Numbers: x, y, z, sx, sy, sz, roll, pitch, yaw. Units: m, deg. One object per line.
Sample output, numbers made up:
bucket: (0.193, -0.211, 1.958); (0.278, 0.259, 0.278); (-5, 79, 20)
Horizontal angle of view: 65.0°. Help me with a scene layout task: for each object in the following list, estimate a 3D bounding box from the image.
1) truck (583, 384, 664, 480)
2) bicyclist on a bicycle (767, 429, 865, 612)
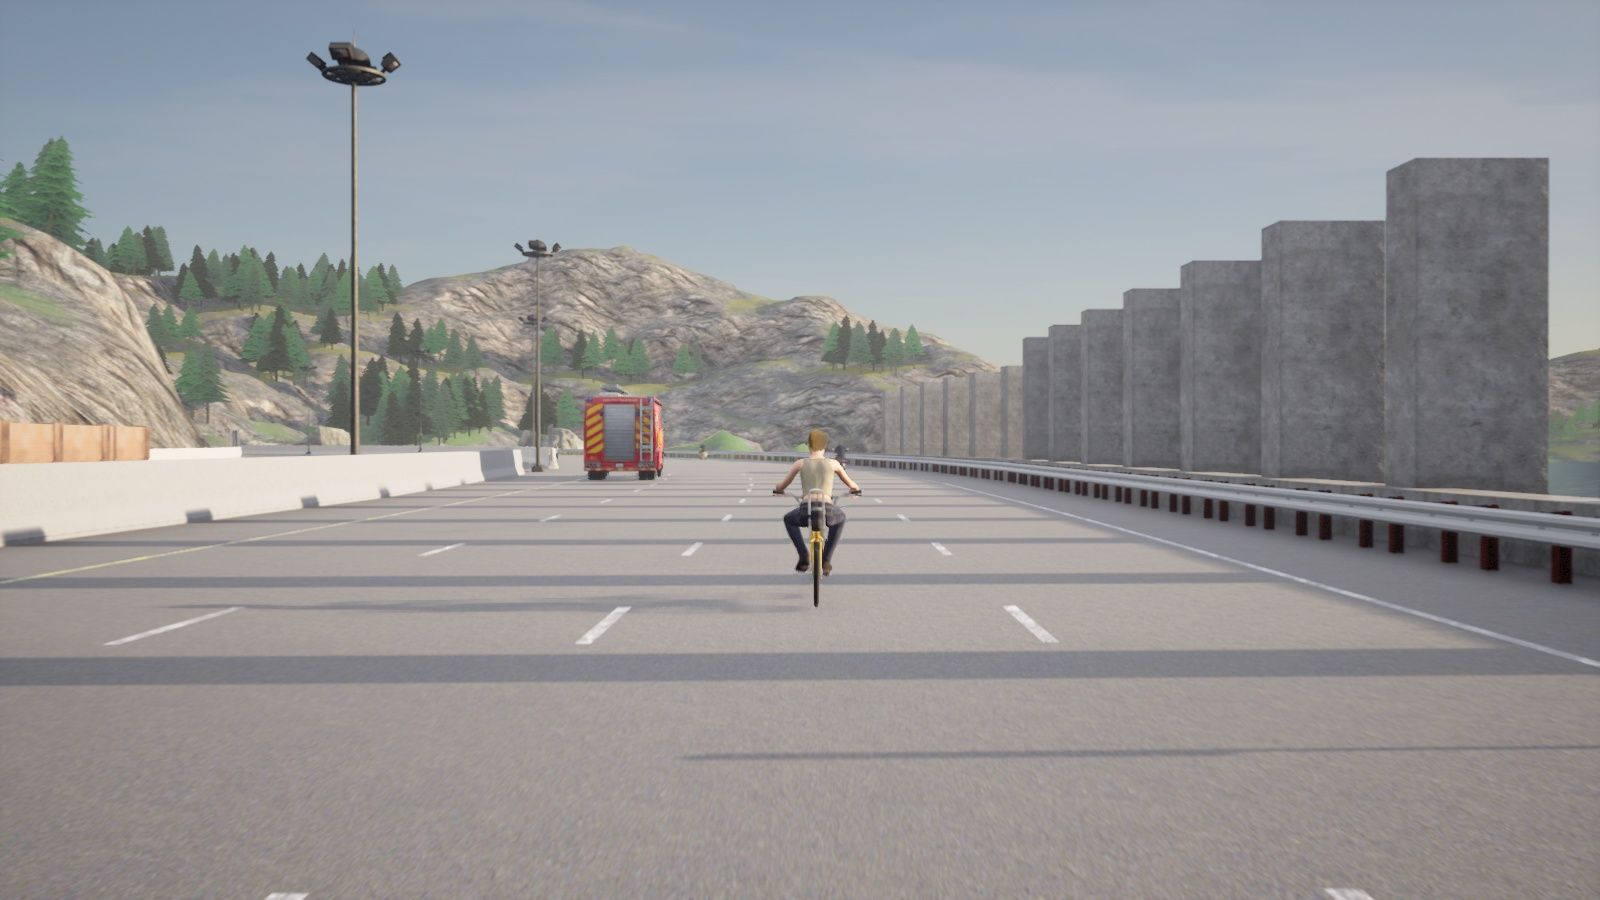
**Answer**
truck: (-7.464, -0.730, 54.168); (2.891, 3.827, 8.468); (0, 0, -4)
bicyclist on a bicycle: (0.156, 0.617, 11.823); (0.866, 1.612, 1.509); (0, 0, 1)
